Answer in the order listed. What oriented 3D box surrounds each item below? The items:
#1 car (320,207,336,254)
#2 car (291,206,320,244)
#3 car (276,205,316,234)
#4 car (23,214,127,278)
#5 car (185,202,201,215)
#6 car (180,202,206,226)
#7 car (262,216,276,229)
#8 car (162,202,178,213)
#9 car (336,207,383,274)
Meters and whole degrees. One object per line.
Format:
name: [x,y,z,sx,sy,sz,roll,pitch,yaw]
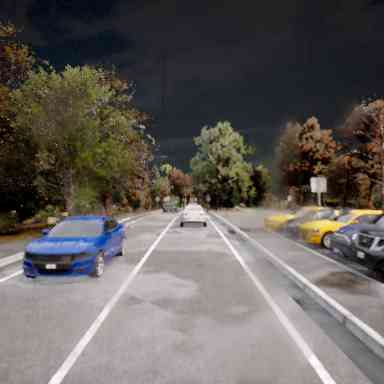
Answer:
car: [7.113,1.378,11.241,4.553,1.767,2.185,0,0,0]
car: [7.090,1.514,14.017,5.008,1.535,2.097,0,0,0]
car: [7.091,1.535,16.789,4.892,1.521,2.231,0,0,0]
car: [-3.348,1.506,10.403,1.882,1.535,5.008,0,0,0]
car: [0.104,2.085,42.869,1.882,1.535,5.008,0,-2,0]
car: [0.102,1.709,24.992,1.812,1.442,4.674,0,-1,0]
car: [6.901,1.558,19.558,5.366,1.575,1.946,0,0,0]
car: [-3.319,2.243,51.055,2.097,1.767,4.553,0,-2,0]
car: [7.051,1.246,8.469,5.566,2.045,2.435,0,0,0]
